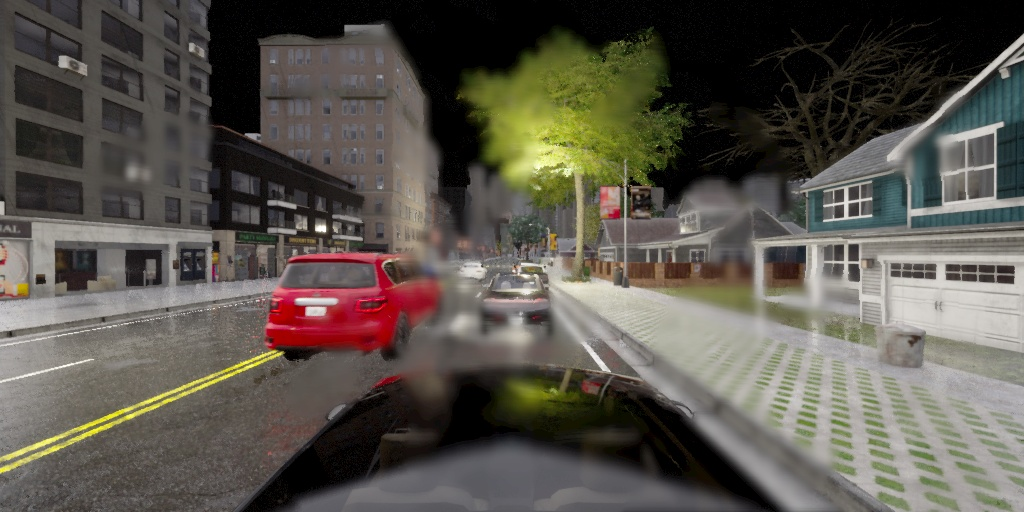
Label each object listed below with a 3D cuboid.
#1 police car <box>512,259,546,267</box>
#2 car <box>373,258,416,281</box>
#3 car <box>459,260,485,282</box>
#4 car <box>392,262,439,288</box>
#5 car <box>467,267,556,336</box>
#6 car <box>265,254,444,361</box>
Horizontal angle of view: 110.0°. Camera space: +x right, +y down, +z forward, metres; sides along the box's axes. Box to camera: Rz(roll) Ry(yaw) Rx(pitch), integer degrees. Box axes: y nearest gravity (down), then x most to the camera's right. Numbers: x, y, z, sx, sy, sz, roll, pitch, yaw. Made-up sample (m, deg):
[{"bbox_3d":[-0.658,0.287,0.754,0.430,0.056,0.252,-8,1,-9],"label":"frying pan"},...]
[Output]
[{"bbox_3d":[1.059,1.166,20.648,1.930,1.638,5.238,0,0,0],"label":"police car"},{"bbox_3d":[-9.724,1.084,30.079,2.097,1.767,4.553,0,0,0],"label":"car"},{"bbox_3d":[-3.031,1.259,28.367,1.812,1.442,4.674,0,0,0],"label":"car"},{"bbox_3d":[-6.498,1.214,24.694,1.882,1.535,5.008,0,0,0],"label":"car"},{"bbox_3d":[0.137,1.239,10.399,2.128,1.511,4.902,0,0,0],"label":"car"},{"bbox_3d":[-3.121,0.971,8.415,2.150,2.045,5.566,0,0,0],"label":"car"}]
